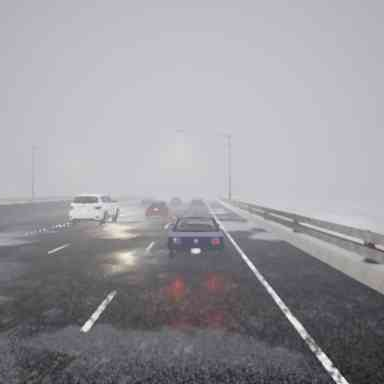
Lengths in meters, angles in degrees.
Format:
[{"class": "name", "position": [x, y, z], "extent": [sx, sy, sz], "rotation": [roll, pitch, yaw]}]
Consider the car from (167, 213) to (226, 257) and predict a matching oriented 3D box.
[{"class": "car", "position": [0.148, 1.563, 12.672], "extent": [1.895, 1.301, 4.718], "rotation": [0, 0, 1]}]

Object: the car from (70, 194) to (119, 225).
[{"class": "car", "position": [-6.731, 1.161, 23.454], "extent": [2.150, 2.045, 5.566], "rotation": [0, 0, 1]}]

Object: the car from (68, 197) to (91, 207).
[{"class": "car", "position": [-16.758, 1.469, 49.635], "extent": [1.994, 1.385, 4.181], "rotation": [0, 0, 1]}]

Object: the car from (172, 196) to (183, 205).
[{"class": "car", "position": [-2.529, 1.415, 53.855], "extent": [1.812, 1.442, 4.674], "rotation": [0, 0, 2]}]

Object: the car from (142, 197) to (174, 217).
[{"class": "car", "position": [-3.104, 1.487, 30.914], "extent": [1.994, 1.385, 4.181], "rotation": [0, 0, 1]}]

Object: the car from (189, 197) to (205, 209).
[{"class": "car", "position": [0.656, 1.394, 42.726], "extent": [2.128, 1.511, 4.902], "rotation": [0, 0, 1]}]

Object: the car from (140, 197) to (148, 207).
[{"class": "car", "position": [-6.208, 1.391, 47.920], "extent": [2.128, 1.511, 4.902], "rotation": [0, 0, 2]}]
